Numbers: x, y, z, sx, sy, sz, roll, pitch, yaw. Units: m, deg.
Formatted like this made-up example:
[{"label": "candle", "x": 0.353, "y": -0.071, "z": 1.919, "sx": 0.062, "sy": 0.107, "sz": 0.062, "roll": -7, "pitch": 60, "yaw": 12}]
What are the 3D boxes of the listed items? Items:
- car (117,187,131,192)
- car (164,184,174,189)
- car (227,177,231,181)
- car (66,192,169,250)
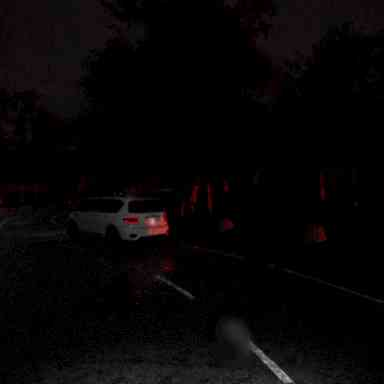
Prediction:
[{"label": "car", "x": -11.274, "y": -0.019, "z": 57.193, "sx": 1.837, "sy": 1.490, "sz": 4.892, "roll": -1, "pitch": 5, "yaw": 26}, {"label": "car", "x": -3.870, "y": -1.438, "z": 70.684, "sx": 2.033, "sy": 1.411, "sz": 5.357, "roll": -1, "pitch": 5, "yaw": 31}, {"label": "car", "x": 9.608, "y": -3.571, "z": 86.201, "sx": 2.128, "sy": 1.511, "sz": 4.902, "roll": -1, "pitch": 5, "yaw": 29}, {"label": "car", "x": -3.360, "y": 1.165, "z": 14.373, "sx": 2.150, "sy": 2.045, "sz": 5.566, "roll": -1, "pitch": 1, "yaw": -45}]
